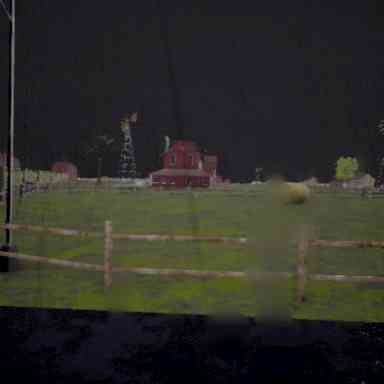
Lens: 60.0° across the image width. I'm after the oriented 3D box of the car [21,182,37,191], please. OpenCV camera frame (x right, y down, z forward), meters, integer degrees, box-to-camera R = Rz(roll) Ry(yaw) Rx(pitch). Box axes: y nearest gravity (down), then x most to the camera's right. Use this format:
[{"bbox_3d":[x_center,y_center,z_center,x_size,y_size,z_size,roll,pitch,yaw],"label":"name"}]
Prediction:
[{"bbox_3d":[-26.584,-0.981,54.556,1.882,1.535,5.008,1,2,-17],"label":"car"}]
